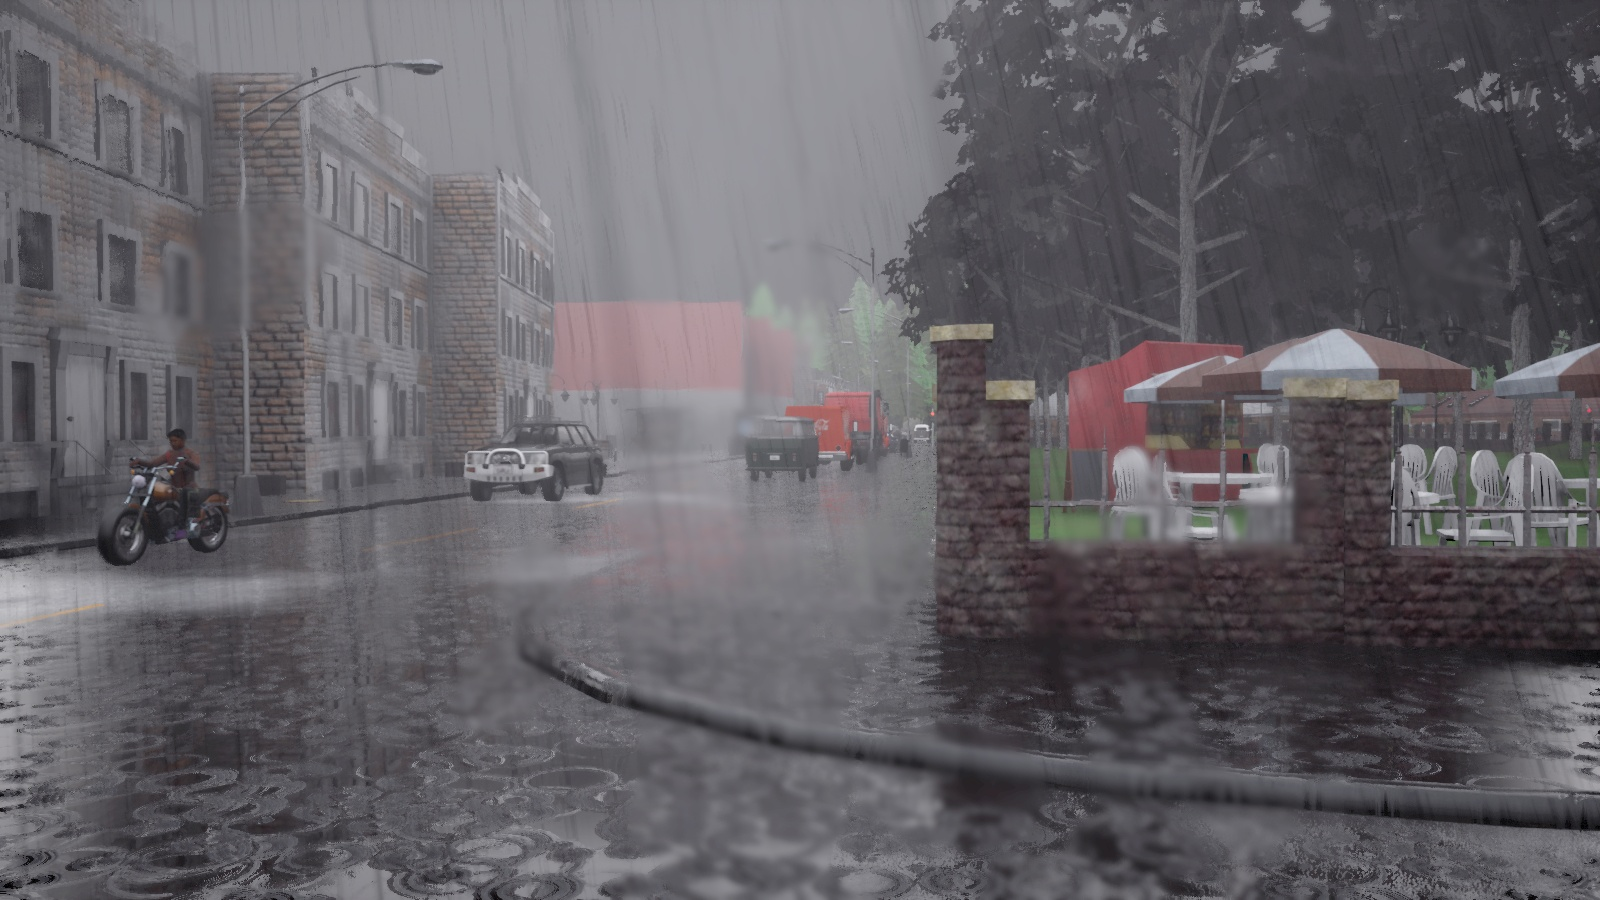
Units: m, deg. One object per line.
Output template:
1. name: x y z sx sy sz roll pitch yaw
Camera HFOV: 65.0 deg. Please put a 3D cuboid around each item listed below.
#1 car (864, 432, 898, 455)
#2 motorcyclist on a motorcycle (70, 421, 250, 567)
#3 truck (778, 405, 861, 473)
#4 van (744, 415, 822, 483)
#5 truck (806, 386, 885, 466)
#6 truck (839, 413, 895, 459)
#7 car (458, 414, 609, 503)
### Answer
1. car: 5.194 -0.447 79.788 1.812 1.442 4.674 0 1 8
2. motorcyclist on a motorcycle: -7.815 0.487 15.482 0.766 1.649 2.350 0 1 8
3. truck: 0.832 -0.461 48.557 2.627 2.467 5.204 0 1 7
4. van: -0.468 -0.073 39.281 1.775 1.987 4.442 0 1 8
5. truck: 2.263 -1.120 58.858 2.891 3.462 7.936 0 1 8
6. truck: 3.763 -0.796 69.571 2.627 2.467 5.204 0 1 8
7. car: -5.971 0.142 28.745 1.932 1.855 4.605 0 1 8
